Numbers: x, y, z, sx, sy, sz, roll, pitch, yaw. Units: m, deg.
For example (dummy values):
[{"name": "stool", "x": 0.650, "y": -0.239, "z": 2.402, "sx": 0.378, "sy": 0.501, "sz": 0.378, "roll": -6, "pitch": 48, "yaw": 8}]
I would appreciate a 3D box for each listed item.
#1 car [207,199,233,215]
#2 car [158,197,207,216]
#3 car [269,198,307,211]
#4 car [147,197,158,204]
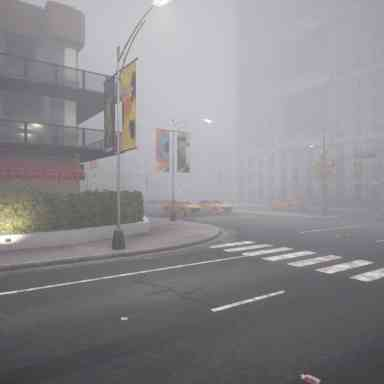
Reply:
[{"name": "car", "x": 2.090, "y": 1.478, "z": 34.307, "sx": 1.882, "sy": 1.535, "sz": 5.008, "roll": 0, "pitch": 0, "yaw": -35}, {"name": "car", "x": -1.037, "y": 1.478, "z": 32.669, "sx": 1.882, "sy": 1.535, "sz": 5.008, "roll": 0, "pitch": 0, "yaw": -35}, {"name": "car", "x": 11.734, "y": 1.477, "z": 40.916, "sx": 1.882, "sy": 1.535, "sz": 5.008, "roll": 0, "pitch": 0, "yaw": -35}, {"name": "car", "x": -6.142, "y": 1.601, "z": 59.288, "sx": 4.718, "sy": 1.301, "sz": 1.895, "roll": 0, "pitch": 0, "yaw": 42}]
